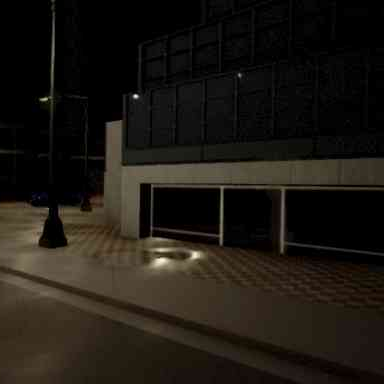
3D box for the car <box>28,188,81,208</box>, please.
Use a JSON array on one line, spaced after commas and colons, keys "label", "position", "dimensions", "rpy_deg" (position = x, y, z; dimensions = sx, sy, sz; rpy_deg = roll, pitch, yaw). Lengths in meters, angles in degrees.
[{"label": "car", "position": [-14.876, 0.613, 36.302], "dimensions": [2.150, 2.045, 5.566], "rpy_deg": [2, 1, 36]}]
